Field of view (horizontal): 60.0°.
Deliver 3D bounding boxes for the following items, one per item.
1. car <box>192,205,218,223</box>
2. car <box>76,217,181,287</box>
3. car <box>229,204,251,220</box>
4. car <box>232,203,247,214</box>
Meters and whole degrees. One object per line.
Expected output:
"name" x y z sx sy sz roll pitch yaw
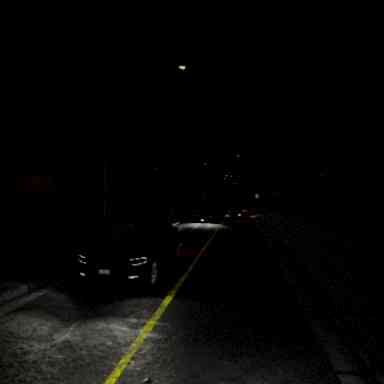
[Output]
"car" 1.233 1.873 28.964 2.033 1.411 5.357 1 -1 9
"car" -1.590 1.548 9.896 1.882 1.535 5.008 1 -1 9
"car" 4.862 1.957 33.829 1.837 1.490 4.892 1 -1 9
"car" 6.374 2.201 44.469 1.895 1.301 4.718 1 -1 9
